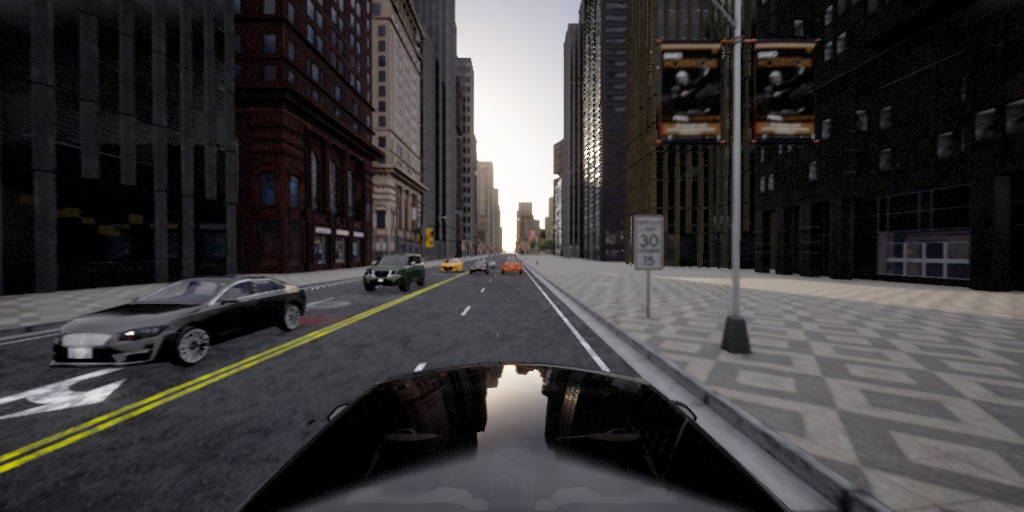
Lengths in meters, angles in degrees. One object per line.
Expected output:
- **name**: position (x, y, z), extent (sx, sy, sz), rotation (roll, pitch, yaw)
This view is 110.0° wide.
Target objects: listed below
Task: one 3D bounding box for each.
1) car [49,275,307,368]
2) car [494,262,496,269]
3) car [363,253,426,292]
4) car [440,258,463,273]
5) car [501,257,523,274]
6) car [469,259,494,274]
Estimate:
- **car**: position (-6.593, 1.207, 7.934), extent (2.128, 1.511, 4.902), rotation (0, 0, 0)
- **car**: position (-3.228, 1.067, 49.226), extent (1.895, 1.301, 4.718), rotation (0, 0, 1)
- **car**: position (-6.586, 0.865, 20.801), extent (2.150, 2.045, 5.566), rotation (0, 0, 1)
- **car**: position (-6.536, 1.008, 39.234), extent (1.882, 1.535, 5.008), rotation (0, 0, 1)
- **car**: position (-0.001, 0.897, 37.022), extent (2.097, 1.767, 4.553), rotation (0, 0, 0)
- **car**: position (-3.251, 1.094, 36.635), extent (2.033, 1.411, 5.357), rotation (0, 0, 0)
